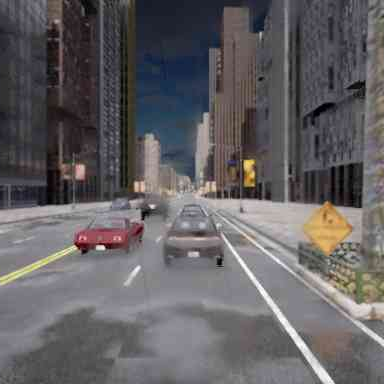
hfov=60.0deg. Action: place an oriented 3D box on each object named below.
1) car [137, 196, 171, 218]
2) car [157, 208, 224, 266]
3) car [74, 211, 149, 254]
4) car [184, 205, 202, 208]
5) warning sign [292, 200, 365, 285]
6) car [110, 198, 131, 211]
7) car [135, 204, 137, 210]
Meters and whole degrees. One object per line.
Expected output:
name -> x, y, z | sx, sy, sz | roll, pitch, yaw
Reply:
car -> -3.176, 1.376, 29.612 | 2.150, 2.045, 5.566 | 0, 0, 0
car -> 0.066, 1.549, 11.746 | 2.128, 1.511, 4.902 | 0, 0, 0
car -> -3.175, 1.668, 13.811 | 1.895, 1.301, 4.718 | 0, 0, 0
car -> 0.054, 1.681, 25.643 | 2.033, 1.411, 5.357 | 0, 0, 0
warning sign -> 3.228, 1.153, 7.991 | 1.300, 1.860, 1.060 | 0, 0, 0
car -> -9.855, 1.606, 46.017 | 2.097, 1.767, 4.553 | 0, 0, 0
car -> -6.607, 1.820, 46.158 | 1.994, 1.385, 4.181 | 0, 0, 0
